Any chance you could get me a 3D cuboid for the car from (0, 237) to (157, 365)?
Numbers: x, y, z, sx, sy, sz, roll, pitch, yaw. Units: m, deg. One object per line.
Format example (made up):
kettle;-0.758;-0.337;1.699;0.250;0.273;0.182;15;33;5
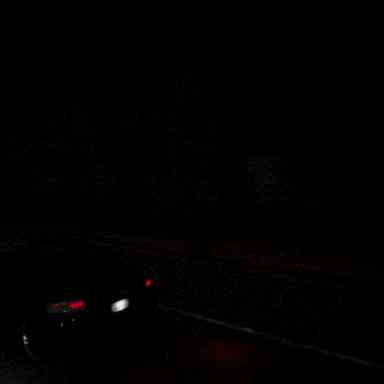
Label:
car;-2.625;1.504;5.832;4.181;1.385;1.994;2;1;36
